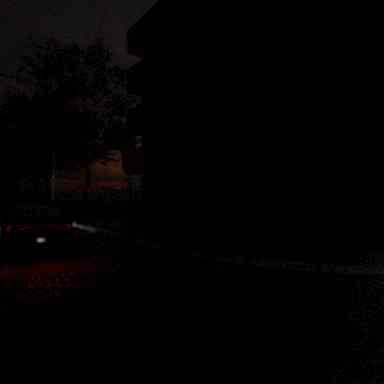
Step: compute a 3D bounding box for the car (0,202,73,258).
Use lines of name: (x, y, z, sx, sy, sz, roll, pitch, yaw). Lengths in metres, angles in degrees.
car: (-5.284, 1.062, 11.181, 1.882, 1.535, 5.008, 1, 2, -29)
